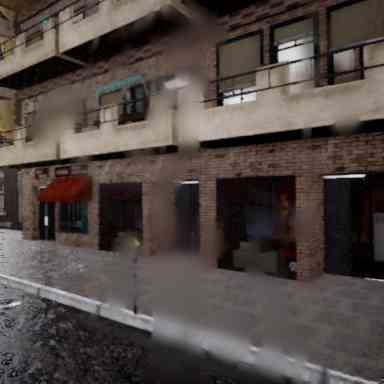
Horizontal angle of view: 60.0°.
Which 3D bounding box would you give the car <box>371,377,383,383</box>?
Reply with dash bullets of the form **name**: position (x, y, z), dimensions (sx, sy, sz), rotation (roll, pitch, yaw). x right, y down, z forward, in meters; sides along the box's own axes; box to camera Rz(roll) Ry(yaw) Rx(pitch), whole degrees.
- **car**: position (2.440, 1.436, 0.994), dimensions (4.097, 1.590, 1.967), rotation (0, -1, 35)
